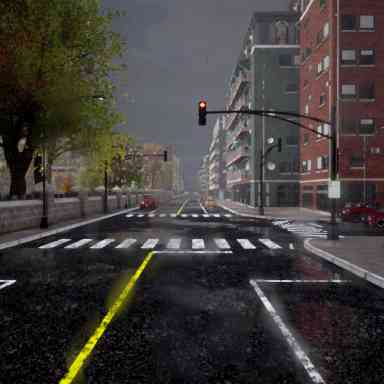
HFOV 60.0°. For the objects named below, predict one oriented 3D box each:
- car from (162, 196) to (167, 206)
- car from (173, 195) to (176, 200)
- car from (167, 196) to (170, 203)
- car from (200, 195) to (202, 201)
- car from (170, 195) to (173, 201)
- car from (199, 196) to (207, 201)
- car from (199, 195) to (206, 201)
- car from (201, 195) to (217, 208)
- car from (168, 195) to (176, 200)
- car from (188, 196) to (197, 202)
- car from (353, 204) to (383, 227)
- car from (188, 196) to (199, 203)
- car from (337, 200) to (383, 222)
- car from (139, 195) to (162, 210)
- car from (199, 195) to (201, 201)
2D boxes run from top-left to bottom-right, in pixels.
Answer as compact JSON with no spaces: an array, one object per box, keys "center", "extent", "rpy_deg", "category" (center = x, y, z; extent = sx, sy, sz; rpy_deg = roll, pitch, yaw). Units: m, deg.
[{"center":[-5.629,1.457,54.948],"extent":[1.967,1.590,4.097],"rpy_deg":[0,0,0],"category":"car"},{"center":[-5.597,1.623,82.624],"extent":[1.802,1.307,4.206],"rpy_deg":[0,0,0],"category":"car"},{"center":[-5.623,1.566,60.483],"extent":[1.887,1.381,4.507],"rpy_deg":[0,0,0],"category":"car"},{"center":[2.752,1.562,54.939],"extent":[1.887,1.381,4.507],"rpy_deg":[0,0,0],"category":"car"},{"center":[-5.610,1.613,71.553],"extent":[1.802,1.307,4.206],"rpy_deg":[0,0,0],"category":"car"},{"center":[2.783,1.586,82.615],"extent":[1.887,1.381,4.507],"rpy_deg":[0,0,0],"category":"car"},{"center":[2.789,1.592,88.150],"extent":[1.887,1.381,4.507],"rpy_deg":[0,0,0],"category":"car"},{"center":[2.746,1.538,49.574],"extent":[1.752,1.417,4.829],"rpy_deg":[0,0,0],"category":"car"},{"center":[-5.585,1.579,93.524],"extent":[1.752,1.417,4.829],"rpy_deg":[0,0,0],"category":"car"},{"center":[0.094,1.591,79.593],"extent":[1.994,1.385,4.181],"rpy_deg":[0,0,0],"category":"car"},{"center":[14.693,1.851,24.677],"extent":[4.181,1.385,1.994],"rpy_deg":[1,0,0],"category":"car"},{"center":[0.084,1.576,69.182],"extent":[2.033,1.411,5.357],"rpy_deg":[0,0,0],"category":"car"},{"center":[14.648,1.591,27.282],"extent":[5.009,1.841,2.192],"rpy_deg":[1,-1,0],"category":"car"},{"center":[-5.642,1.324,43.878],"extent":[2.192,1.841,5.009],"rpy_deg":[0,0,0],"category":"car"},{"center":[2.758,1.572,60.475],"extent":[2.008,1.369,4.403],"rpy_deg":[0,0,0],"category":"car"}]
